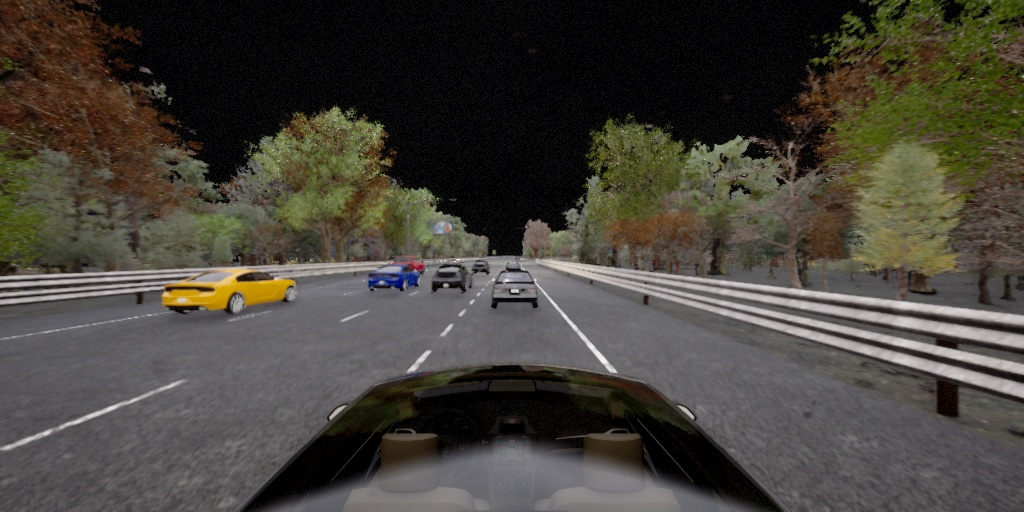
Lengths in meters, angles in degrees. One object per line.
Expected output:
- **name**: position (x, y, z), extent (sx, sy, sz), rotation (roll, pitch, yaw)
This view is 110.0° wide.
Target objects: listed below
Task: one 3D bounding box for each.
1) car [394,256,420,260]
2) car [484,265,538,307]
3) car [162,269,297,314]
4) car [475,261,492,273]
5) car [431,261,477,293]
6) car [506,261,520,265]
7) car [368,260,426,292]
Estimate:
- **car**: position (-10.377, 0.993, 36.301), extent (2.150, 2.045, 5.566), rotation (0, 0, 0)
- **car**: position (0.106, 1.305, 15.428), extent (2.033, 1.411, 5.357), rotation (0, 0, 0)
- **car**: position (-10.394, 1.232, 13.764), extent (1.882, 1.535, 5.008), rotation (0, 0, 0)
- **car**: position (-3.372, 1.280, 39.754), extent (1.837, 1.490, 4.892), rotation (0, 0, 0)
- **car**: position (-3.388, 1.266, 20.868), extent (1.837, 1.490, 4.892), rotation (0, 0, 0)
- **car**: position (0.133, 1.344, 47.503), extent (1.994, 1.385, 4.181), rotation (0, 0, 0)
- **car**: position (-6.888, 1.238, 21.447), extent (1.882, 1.535, 5.008), rotation (0, 0, 0)
